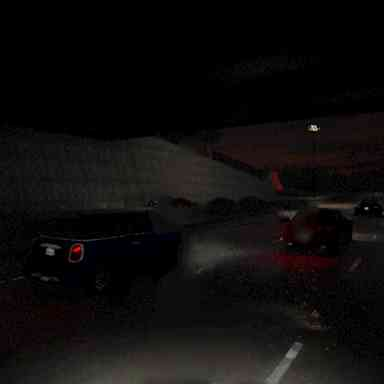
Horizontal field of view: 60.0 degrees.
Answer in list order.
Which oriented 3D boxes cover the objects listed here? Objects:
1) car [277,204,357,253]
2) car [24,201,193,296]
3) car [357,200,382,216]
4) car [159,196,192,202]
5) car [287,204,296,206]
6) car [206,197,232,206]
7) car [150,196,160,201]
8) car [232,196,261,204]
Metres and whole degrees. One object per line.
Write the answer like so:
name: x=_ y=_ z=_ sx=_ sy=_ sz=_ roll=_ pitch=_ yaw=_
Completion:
car: x=5.296 y=1.409 z=13.638 sx=1.882 sy=1.535 sz=5.008 roll=0 pitch=0 yaw=33
car: x=-1.906 y=1.306 z=8.968 sx=2.097 sy=1.767 sz=4.553 roll=0 pitch=0 yaw=33
car: x=16.231 y=1.412 z=30.513 sx=1.994 sy=1.385 sz=4.181 roll=0 pitch=0 yaw=33
car: x=-1.692 y=1.355 z=41.794 sx=1.994 sy=1.385 sz=4.181 roll=0 pitch=0 yaw=33
car: x=7.787 y=1.482 z=23.916 sx=1.895 sy=1.301 sz=4.718 roll=0 pitch=0 yaw=33
car: x=3.849 y=1.329 z=43.850 sx=2.033 sy=1.411 sz=5.357 roll=0 pitch=0 yaw=33
car: x=-3.882 y=1.283 z=44.837 sx=1.837 sy=1.490 sz=4.892 roll=0 pitch=0 yaw=33
car: x=7.389 y=1.293 z=42.858 sx=1.837 sy=1.490 sz=4.892 roll=0 pitch=0 yaw=33
